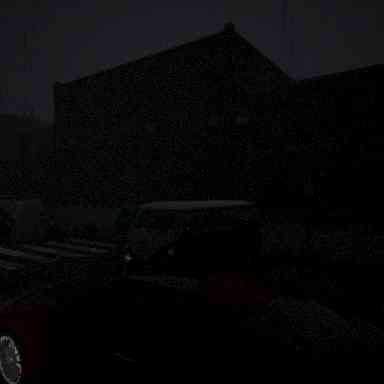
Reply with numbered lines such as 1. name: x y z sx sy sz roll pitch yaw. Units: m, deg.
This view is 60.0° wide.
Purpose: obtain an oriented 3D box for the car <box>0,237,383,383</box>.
1. car: -0.267 1.487 3.550 4.674 1.442 1.812 0 2 35

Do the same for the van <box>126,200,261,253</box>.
1. van: 0.147 1.210 8.701 1.878 1.987 4.442 0 0 35
